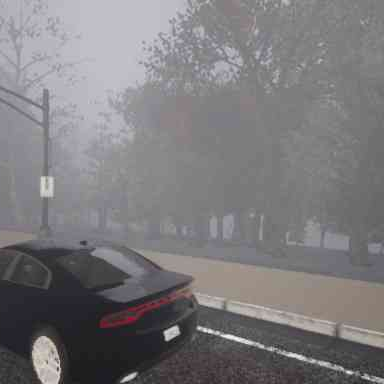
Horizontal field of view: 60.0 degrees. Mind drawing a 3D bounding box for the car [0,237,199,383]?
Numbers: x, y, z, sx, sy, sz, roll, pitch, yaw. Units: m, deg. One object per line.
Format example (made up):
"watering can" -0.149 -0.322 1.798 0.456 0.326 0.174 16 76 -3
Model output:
"car" -2.238 1.467 5.284 5.008 1.535 1.882 0 0 36
